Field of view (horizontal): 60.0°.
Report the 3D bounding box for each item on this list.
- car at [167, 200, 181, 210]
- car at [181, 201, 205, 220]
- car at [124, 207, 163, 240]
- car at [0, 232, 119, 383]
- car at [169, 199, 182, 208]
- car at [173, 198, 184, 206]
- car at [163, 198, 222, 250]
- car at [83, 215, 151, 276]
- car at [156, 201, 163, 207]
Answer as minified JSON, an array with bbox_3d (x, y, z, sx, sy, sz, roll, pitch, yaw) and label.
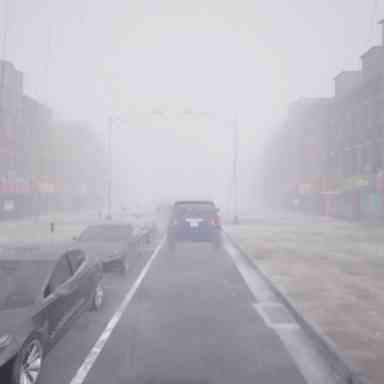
[{"bbox_3d":[-2.651,1.846,48.763,1.802,1.307,4.206,0,0,0],"label":"car"},{"bbox_3d":[0.087,1.661,31.224,2.128,1.511,4.902,0,0,0],"label":"car"},{"bbox_3d":[-2.643,1.638,16.051,2.008,1.369,4.403,0,0,0],"label":"car"},{"bbox_3d":[-2.641,1.594,5.147,1.947,1.339,4.313,0,0,0],"label":"car"},{"bbox_3d":[-2.652,1.860,54.215,1.947,1.339,4.313,0,0,0],"label":"car"},{"bbox_3d":[-2.655,1.918,65.119,1.947,1.339,4.313,0,0,0],"label":"car"},{"bbox_3d":[0.091,1.304,14.980,2.150,2.045,5.566,0,0,0],"label":"car"},{"bbox_3d":[-2.642,1.624,10.599,1.947,1.339,4.313,0,0,0],"label":"car"},{"bbox_3d":[-2.758,1.671,35.402,1.882,1.535,5.008,0,0,0],"label":"car"}]
